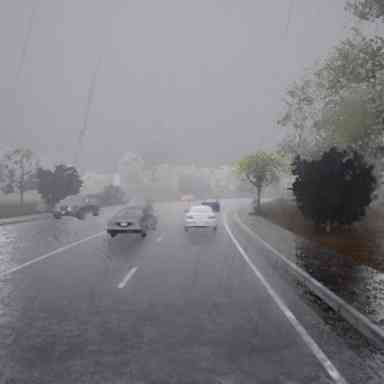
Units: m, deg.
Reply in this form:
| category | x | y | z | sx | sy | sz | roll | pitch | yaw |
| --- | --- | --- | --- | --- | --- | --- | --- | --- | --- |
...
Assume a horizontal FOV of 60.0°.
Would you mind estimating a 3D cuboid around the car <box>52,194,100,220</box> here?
| category | x | y | z | sx | sy | sz | roll | pitch | yaw |
| --- | --- | --- | --- | --- | --- | --- | --- | --- | --- |
| car | -9.606 | 1.213 | 28.180 | 2.150 | 2.045 | 5.566 | 0 | 0 | 5 |

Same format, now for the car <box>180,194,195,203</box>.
| category | x | y | z | sx | sy | sz | roll | pitch | yaw |
| --- | --- | --- | --- | --- | --- | --- | --- | --- | --- |
| car | -0.921 | 1.299 | 69.206 | 2.097 | 1.767 | 4.553 | 0 | 0 | 19 |

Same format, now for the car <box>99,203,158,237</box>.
| category | x | y | z | sx | sy | sz | roll | pitch | yaw |
| --- | --- | --- | --- | --- | --- | --- | --- | --- | --- |
| car | -3.058 | 1.545 | 17.938 | 2.033 | 1.411 | 5.357 | 0 | 0 | 2 |

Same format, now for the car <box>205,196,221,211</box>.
| category | x | y | z | sx | sy | sz | roll | pitch | yaw |
| --- | --- | --- | --- | --- | --- | --- | --- | --- | --- |
| car | 2.250 | 1.479 | 37.902 | 1.882 | 1.535 | 5.008 | 0 | 0 | 8 |

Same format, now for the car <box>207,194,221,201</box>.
| category | x | y | z | sx | sy | sz | roll | pitch | yaw |
| --- | --- | --- | --- | --- | --- | --- | --- | --- | --- |
| car | 4.936 | 1.164 | 74.706 | 1.994 | 1.385 | 4.181 | 0 | 0 | 22 |

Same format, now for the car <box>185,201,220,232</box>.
| category | x | y | z | sx | sy | sz | roll | pitch | yaw |
| --- | --- | --- | --- | --- | --- | --- | --- | --- | --- |
| car | 0.571 | 1.525 | 20.216 | 1.812 | 1.442 | 4.674 | 0 | 0 | 3 |

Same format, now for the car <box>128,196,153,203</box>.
| category | x | y | z | sx | sy | sz | roll | pitch | yaw |
| --- | --- | --- | --- | --- | --- | --- | --- | --- | --- |
| car | -5.417 | 1.346 | 34.509 | 2.097 | 1.767 | 4.553 | 0 | 0 | 7 |
